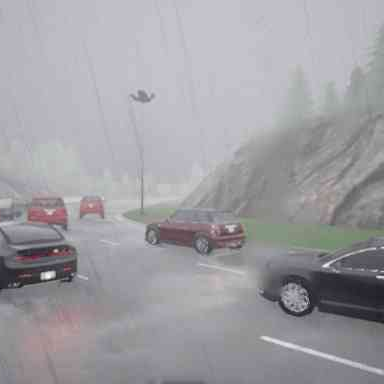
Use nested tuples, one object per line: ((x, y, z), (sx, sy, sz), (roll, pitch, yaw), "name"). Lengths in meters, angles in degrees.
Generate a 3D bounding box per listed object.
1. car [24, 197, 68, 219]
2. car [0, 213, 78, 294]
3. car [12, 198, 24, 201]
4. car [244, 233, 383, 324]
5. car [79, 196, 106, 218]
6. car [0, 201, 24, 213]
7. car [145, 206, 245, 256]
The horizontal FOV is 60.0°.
((-9.338, 1.305, 21.346), (2.150, 2.045, 5.566), (0, 0, -27), "car")
((-4.750, 1.536, 8.873), (1.837, 1.490, 4.892), (0, 0, -44), "car")
((-21.265, 1.497, 42.362), (2.097, 1.767, 4.553), (0, 0, 0), "car")
((3.610, 1.567, 5.953), (4.892, 1.490, 1.837), (0, 0, 36), "car")
((-9.556, 1.372, 32.053), (2.150, 2.045, 5.566), (0, 0, -14), "car")
((-15.717, 1.690, 28.187), (1.895, 1.301, 4.718), (0, 0, -16), "car")
((0.011, 1.444, 13.996), (2.097, 1.767, 4.553), (1, -1, -43), "car")
